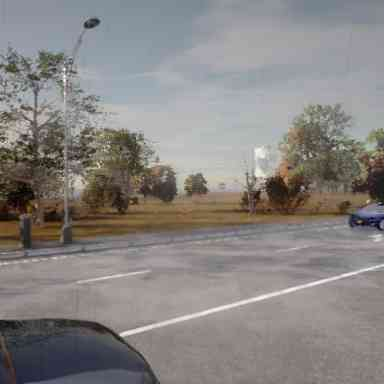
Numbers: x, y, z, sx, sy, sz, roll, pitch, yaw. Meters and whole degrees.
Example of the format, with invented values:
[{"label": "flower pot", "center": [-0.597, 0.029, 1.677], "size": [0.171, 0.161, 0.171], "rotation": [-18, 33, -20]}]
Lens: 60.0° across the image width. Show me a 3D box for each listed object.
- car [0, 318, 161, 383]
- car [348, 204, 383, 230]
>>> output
[{"label": "car", "center": [-2.226, 1.564, 2.158], "size": [4.181, 1.385, 1.994], "rotation": [0, 0, -36]}, {"label": "car", "center": [11.893, 1.479, 21.077], "size": [5.008, 1.535, 1.882], "rotation": [0, 0, -35]}]
